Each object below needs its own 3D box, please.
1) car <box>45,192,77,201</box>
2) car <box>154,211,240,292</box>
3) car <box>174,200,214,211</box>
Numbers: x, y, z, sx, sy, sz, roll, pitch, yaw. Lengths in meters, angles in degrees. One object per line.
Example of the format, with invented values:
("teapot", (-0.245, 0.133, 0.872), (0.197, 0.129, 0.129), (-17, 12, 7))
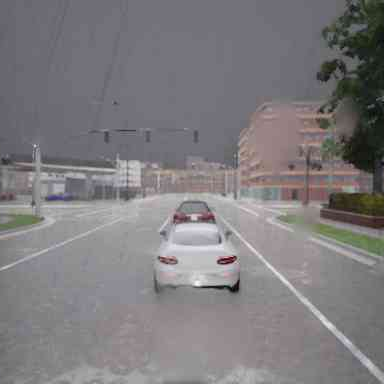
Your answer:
("car", (-23.312, 0.818, 58.436), (4.611, 1.667, 2.242), (0, 0, 1))
("car", (0.105, 1.455, 8.584), (1.812, 1.442, 4.674), (0, 0, 0))
("car", (0.101, 1.207, 17.678), (2.097, 1.767, 4.553), (0, 0, 0))
